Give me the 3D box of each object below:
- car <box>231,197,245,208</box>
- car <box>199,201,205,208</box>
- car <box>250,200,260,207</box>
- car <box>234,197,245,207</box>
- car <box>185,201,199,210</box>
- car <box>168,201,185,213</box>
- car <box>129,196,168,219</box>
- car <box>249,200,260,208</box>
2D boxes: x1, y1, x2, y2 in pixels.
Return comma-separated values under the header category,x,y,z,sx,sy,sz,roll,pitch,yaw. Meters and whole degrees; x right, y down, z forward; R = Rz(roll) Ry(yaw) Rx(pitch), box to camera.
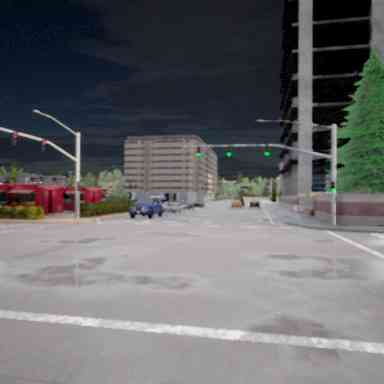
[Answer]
category,x,y,z,sx,sy,sz,roll,pitch,yaw
car,8.896,2.363,66.091,1.882,1.535,5.008,0,-1,11
car,1.256,2.340,63.697,2.033,1.411,5.357,0,-1,11
car,14.217,2.567,75.230,2.128,1.511,4.902,0,-1,11
car,10.855,2.252,76.267,2.150,2.045,5.566,0,-1,11
car,-0.839,2.140,53.333,2.128,1.511,4.902,0,-1,11
car,-2.704,2.118,43.877,1.895,1.301,4.718,0,-1,11
car,-4.574,1.605,34.302,2.150,2.045,5.566,0,-1,11
car,12.269,2.380,65.133,1.882,1.535,5.008,0,-1,11
